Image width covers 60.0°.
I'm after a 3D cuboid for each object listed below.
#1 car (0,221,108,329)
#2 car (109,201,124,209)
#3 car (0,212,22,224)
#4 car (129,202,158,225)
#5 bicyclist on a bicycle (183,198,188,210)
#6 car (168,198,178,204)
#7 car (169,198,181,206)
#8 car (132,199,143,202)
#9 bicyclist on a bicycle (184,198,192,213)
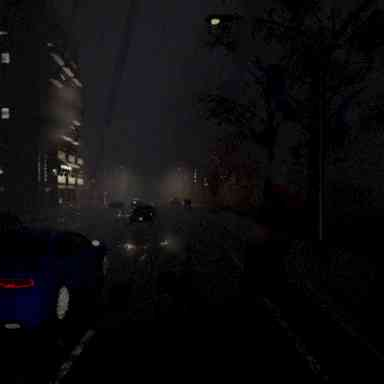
[{"bbox_3d":[-3.214,1.535,7.223,1.882,1.535,5.008,0,0,-1],"label":"car"},{"bbox_3d":[-11.893,1.999,52.477,1.895,1.301,4.718,0,0,-4],"label":"car"},{"bbox_3d":[-6.706,1.433,10.042,2.097,1.767,4.553,0,0,-1],"label":"car"},{"bbox_3d":[-3.666,1.720,25.577,1.812,1.442,4.674,0,0,-2],"label":"car"},{"bbox_3d":[-0.907,1.732,49.207,0.659,1.776,1.843,0,0,-4],"label":"bicyclist on a bicycle"},{"bbox_3d":[-4.481,2.099,78.360,1.895,1.301,4.718,0,0,-7],"label":"car"},{"bbox_3d":[-3.269,1.991,66.736,1.837,1.490,4.892,0,0,-6],"label":"car"},{"bbox_3d":[-8.666,1.889,52.956,2.128,1.511,4.902,0,0,-4],"label":"car"},{"bbox_3d":[-0.318,1.667,40.150,0.659,1.776,1.843,0,0,-3],"label":"bicyclist on a bicycle"}]
